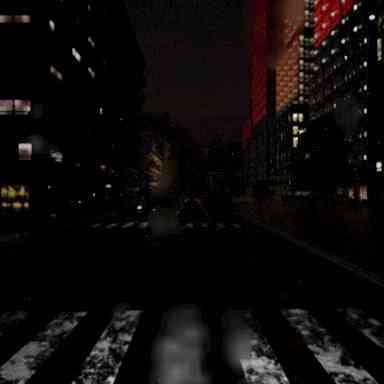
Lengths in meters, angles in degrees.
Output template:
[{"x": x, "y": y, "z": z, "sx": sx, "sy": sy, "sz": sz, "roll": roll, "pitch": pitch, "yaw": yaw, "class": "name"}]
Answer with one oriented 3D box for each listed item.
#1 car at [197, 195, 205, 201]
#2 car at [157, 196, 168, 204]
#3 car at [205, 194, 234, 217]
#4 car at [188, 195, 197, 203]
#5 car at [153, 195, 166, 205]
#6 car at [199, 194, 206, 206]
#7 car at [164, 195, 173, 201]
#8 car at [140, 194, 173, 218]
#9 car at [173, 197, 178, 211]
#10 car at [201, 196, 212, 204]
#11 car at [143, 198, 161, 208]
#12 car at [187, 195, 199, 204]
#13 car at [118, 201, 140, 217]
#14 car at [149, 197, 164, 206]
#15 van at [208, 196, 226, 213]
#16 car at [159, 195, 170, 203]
[{"x": 2.370, "y": 1.487, "z": 89.253, "sx": 1.837, "sy": 1.490, "sz": 4.892, "roll": 0, "pitch": 0, "yaw": 0, "class": "car"}, {"x": -5.684, "y": 1.551, "z": 64.152, "sx": 1.802, "sy": 1.307, "sz": 4.206, "roll": 0, "pitch": 0, "yaw": 0, "class": "car"}, {"x": 2.690, "y": 1.284, "z": 30.990, "sx": 2.192, "sy": 1.841, "sz": 5.009, "roll": 0, "pitch": 0, "yaw": 0, "class": "car"}, {"x": 0.012, "y": 1.471, "z": 70.565, "sx": 1.837, "sy": 1.490, "sz": 4.892, "roll": 0, "pitch": 0, "yaw": 0, "class": "car"}, {"x": -5.685, "y": 1.407, "z": 58.625, "sx": 1.967, "sy": 1.590, "sz": 4.097, "roll": 0, "pitch": 0, "yaw": 0, "class": "car"}, {"x": 2.694, "y": 1.280, "z": 53.096, "sx": 2.192, "sy": 1.841, "sz": 5.009, "roll": 0, "pitch": 0, "yaw": 0, "class": "car"}, {"x": -5.681, "y": 1.502, "z": 80.561, "sx": 1.752, "sy": 1.417, "sz": 4.829, "roll": 0, "pitch": 0, "yaw": 0, "class": "car"}, {"x": -3.118, "y": 1.191, "z": 30.277, "sx": 2.150, "sy": 2.045, "sz": 5.566, "roll": 0, "pitch": 0, "yaw": -1, "class": "car"}, {"x": -3.089, "y": 1.470, "z": 40.675, "sx": 1.837, "sy": 1.490, "sz": 4.892, "roll": 0, "pitch": 0, "yaw": 0, "class": "car"}, {"x": 2.696, "y": 1.513, "z": 64.150, "sx": 1.887, "sy": 1.381, "sz": 4.507, "roll": 0, "pitch": 0, "yaw": 0, "class": "car"}, {"x": -5.686, "y": 1.516, "z": 47.571, "sx": 2.008, "sy": 1.369, "sz": 4.403, "roll": 0, "pitch": 0, "yaw": 0, "class": "car"}, {"x": 0.095, "y": 1.493, "z": 60.599, "sx": 1.812, "sy": 1.442, "sz": 4.674, "roll": 0, "pitch": 0, "yaw": 0, "class": "car"}, {"x": -5.689, "y": 1.520, "z": 30.992, "sx": 2.008, "sy": 1.369, "sz": 4.403, "roll": 0, "pitch": 0, "yaw": 0, "class": "car"}, {"x": -5.685, "y": 1.510, "z": 53.097, "sx": 1.887, "sy": 1.381, "sz": 4.507, "roll": 0, "pitch": 0, "yaw": 0, "class": "car"}, {"x": 2.691, "y": 1.307, "z": 36.516, "sx": 1.690, "sy": 1.788, "sz": 3.998, "roll": 0, "pitch": 0, "yaw": 0, "class": "van"}, {"x": -5.683, "y": 1.411, "z": 69.678, "sx": 1.967, "sy": 1.590, "sz": 4.097, "roll": 0, "pitch": 0, "yaw": 0, "class": "car"}]
